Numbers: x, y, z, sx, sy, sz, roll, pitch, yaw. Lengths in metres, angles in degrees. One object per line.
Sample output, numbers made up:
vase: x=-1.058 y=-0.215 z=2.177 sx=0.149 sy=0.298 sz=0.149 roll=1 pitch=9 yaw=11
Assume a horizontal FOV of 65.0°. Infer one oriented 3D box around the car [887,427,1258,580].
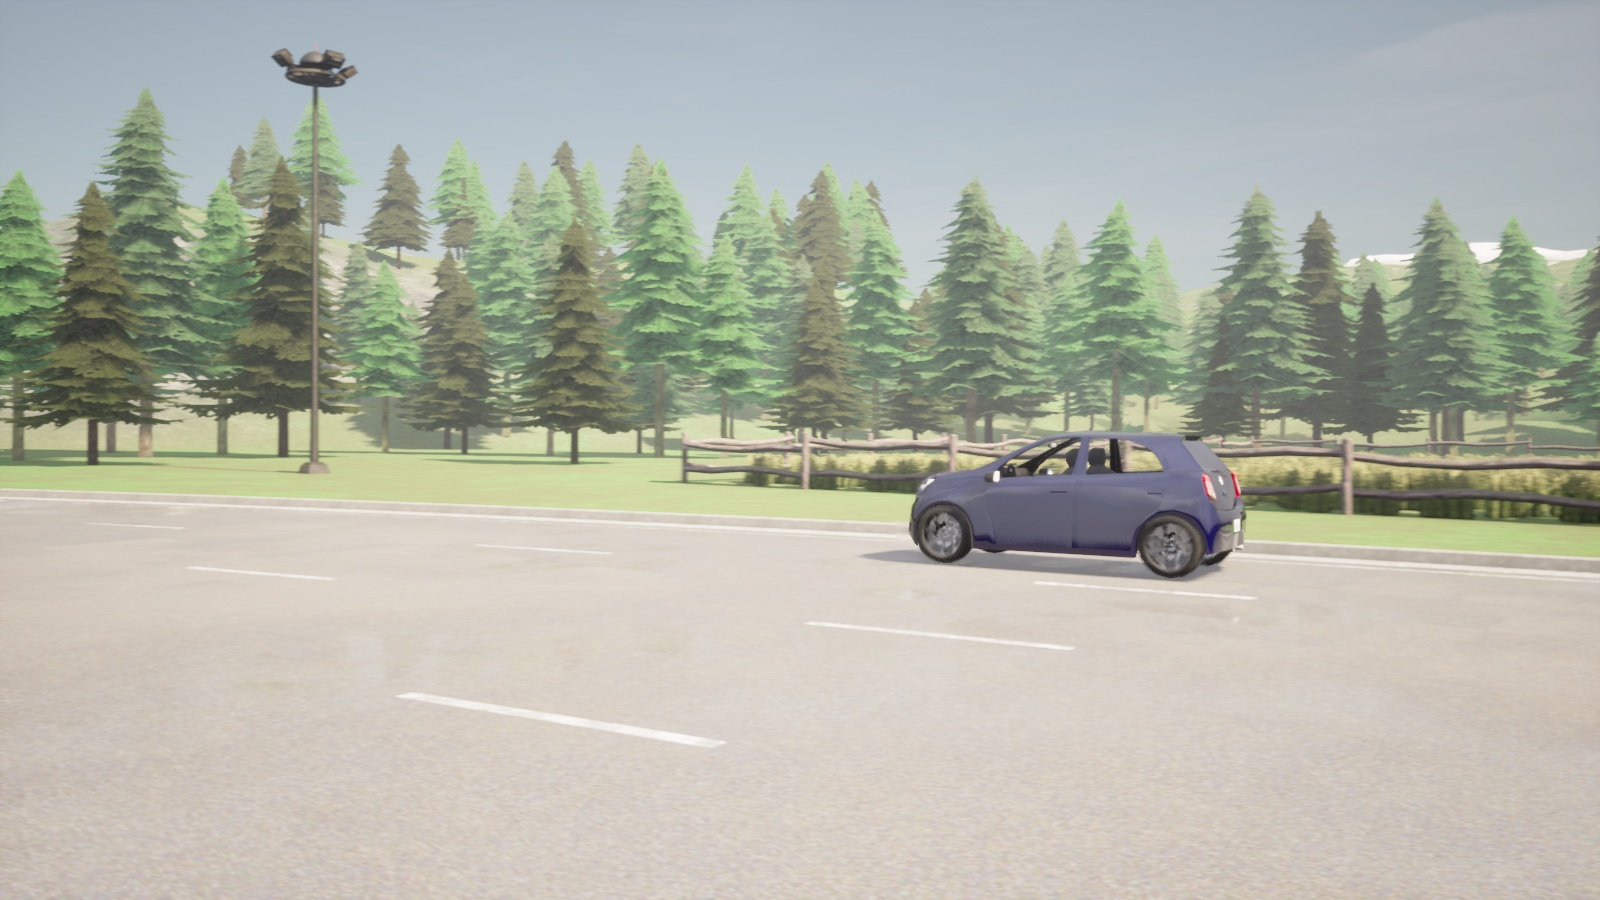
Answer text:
car: x=3.023 y=0.508 z=13.997 sx=3.633 sy=1.501 sz=1.845 roll=0 pitch=1 yaw=31
